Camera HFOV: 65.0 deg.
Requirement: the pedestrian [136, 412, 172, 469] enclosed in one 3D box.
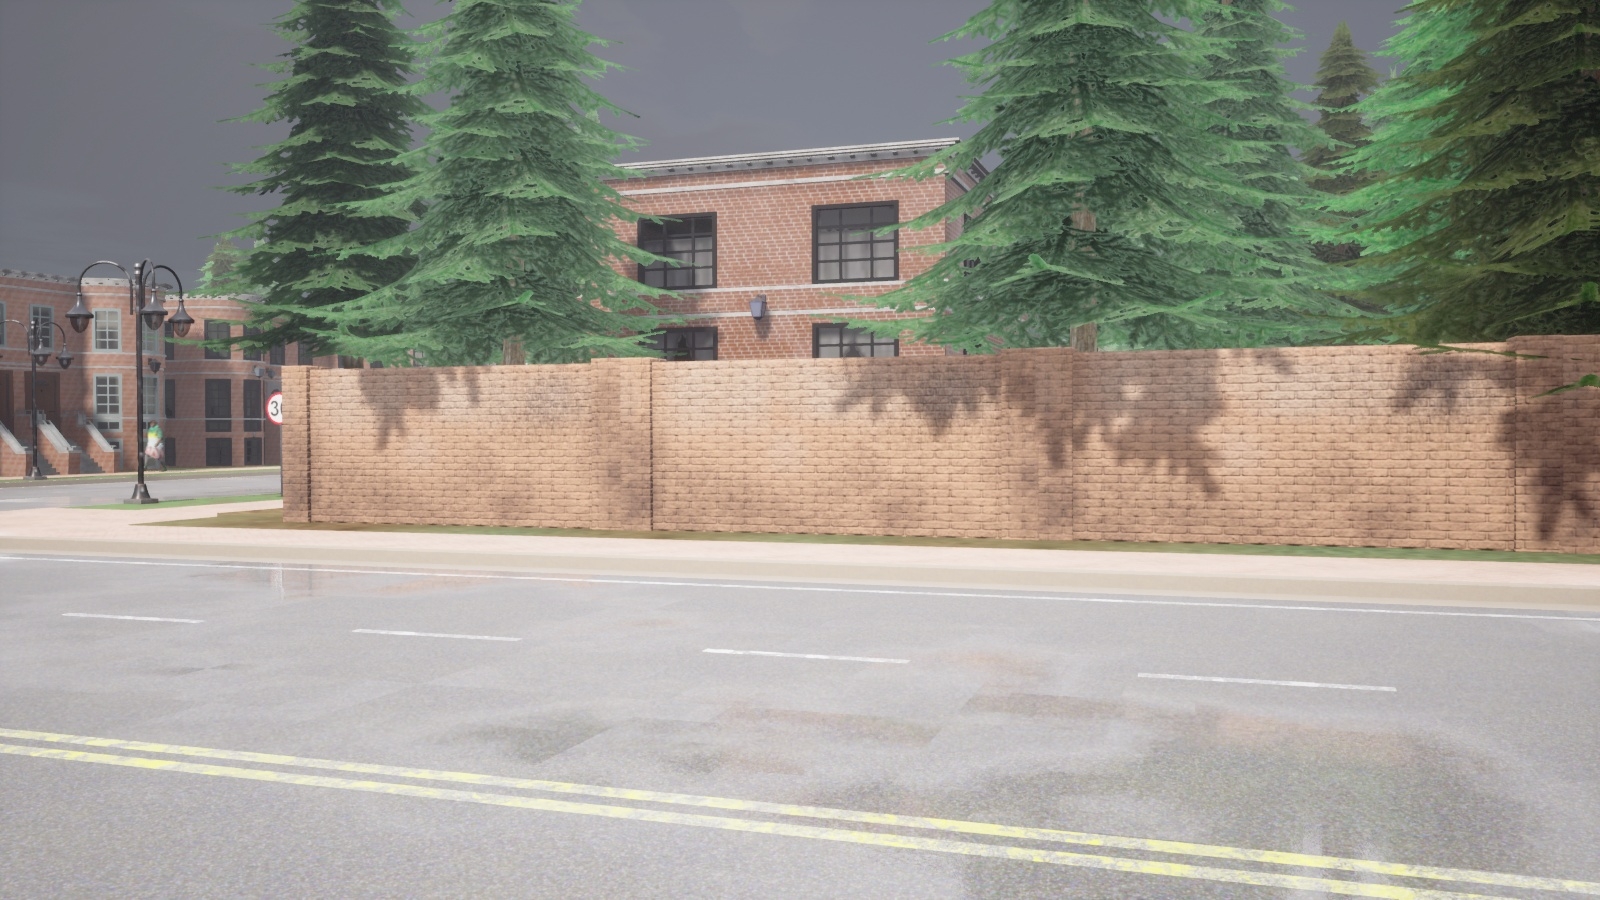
[{"bbox_3d":[-22.410,-0.327,43.553,0.659,1.952,0.873,1,1,20],"label":"pedestrian"}]
